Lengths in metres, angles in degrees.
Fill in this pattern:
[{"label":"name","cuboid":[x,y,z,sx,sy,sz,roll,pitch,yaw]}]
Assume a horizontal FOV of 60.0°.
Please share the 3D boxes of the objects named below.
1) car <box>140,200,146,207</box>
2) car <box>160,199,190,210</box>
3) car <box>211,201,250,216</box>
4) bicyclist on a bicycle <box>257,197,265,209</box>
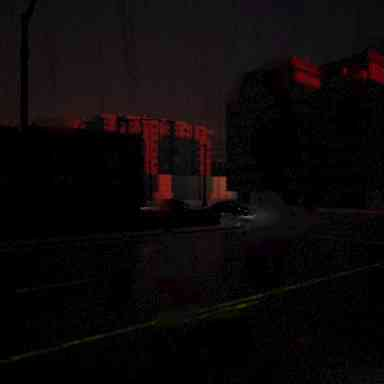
[{"label":"car","cuboid":[-8.751,1.672,51.303,1.994,1.385,4.181,0,0,-37]},{"label":"car","cuboid":[-2.258,1.602,42.833,2.128,1.511,4.902,0,0,-38]},{"label":"car","cuboid":[3.924,1.638,34.781,1.812,1.442,4.674,0,0,-38]},{"label":"bicyclist on a bicycle","cuboid":[9.426,1.468,45.651,1.656,1.620,0.582,0,0,-38]}]
